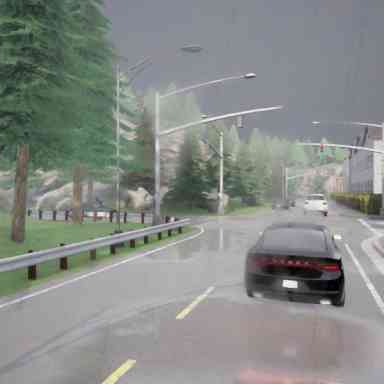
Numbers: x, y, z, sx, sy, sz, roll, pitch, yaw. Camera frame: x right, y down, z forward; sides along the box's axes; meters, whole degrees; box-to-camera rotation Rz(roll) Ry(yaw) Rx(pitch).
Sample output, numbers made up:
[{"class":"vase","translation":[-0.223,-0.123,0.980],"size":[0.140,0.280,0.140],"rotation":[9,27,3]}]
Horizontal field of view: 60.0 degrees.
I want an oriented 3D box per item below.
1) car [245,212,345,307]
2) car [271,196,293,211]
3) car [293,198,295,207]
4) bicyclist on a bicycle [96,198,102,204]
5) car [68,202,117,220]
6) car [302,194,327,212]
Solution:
[{"class":"car","translation":[2.603,1.478,8.205],"size":[1.882,1.535,5.008],"rotation":[0,0,20]},{"class":"car","translation":[11.087,1.491,41.551],"size":[2.128,1.511,4.902],"rotation":[0,0,20]},{"class":"car","translation":[14.521,1.352,50.721],"size":[2.097,1.767,4.553],"rotation":[0,0,21]},{"class":"bicyclist on a bicycle","translation":[-10.275,1.416,36.595],"size":[0.582,1.620,1.656],"rotation":[-2,5,20]},{"class":"car","translation":[-8.480,1.579,28.429],"size":[4.181,1.385,1.994],"rotation":[0,0,20]},{"class":"car","translation":[12.375,1.220,33.642],"size":[2.150,2.045,5.566],"rotation":[0,0,18]}]
